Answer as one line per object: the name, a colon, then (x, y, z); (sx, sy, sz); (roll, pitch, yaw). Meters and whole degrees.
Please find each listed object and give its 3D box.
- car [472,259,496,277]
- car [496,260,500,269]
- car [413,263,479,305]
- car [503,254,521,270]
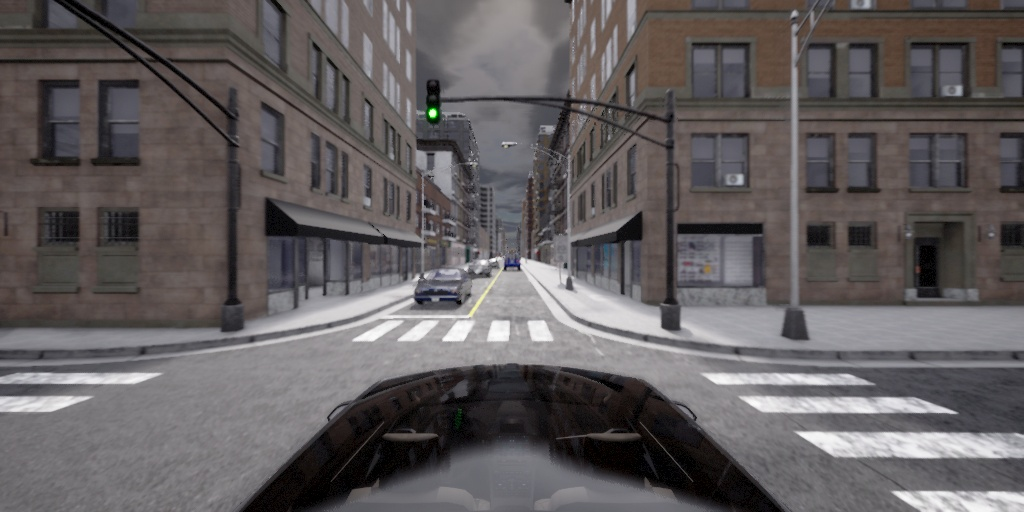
car: (-2.824, 1.097, 32.108); (2.128, 1.511, 4.902); (0, 0, 0)
car: (-2.751, 1.086, 49.650); (1.994, 1.385, 4.181); (0, 0, 1)
car: (-2.850, 1.229, 16.016); (2.033, 1.411, 5.357); (0, 0, 0)
car: (0.022, 0.761, 45.911); (2.150, 2.045, 5.566); (0, 0, 0)
